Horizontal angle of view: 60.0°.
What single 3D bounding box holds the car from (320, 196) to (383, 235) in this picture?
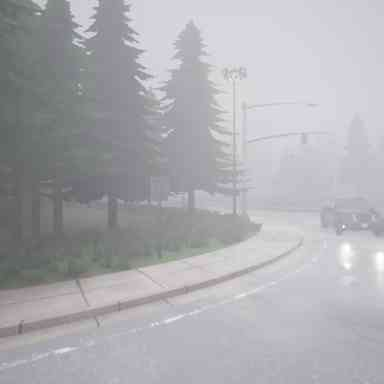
[{"bbox_3d":[8.868,1.281,18.939,2.150,2.045,5.566,0,0,9],"label":"car"}]
